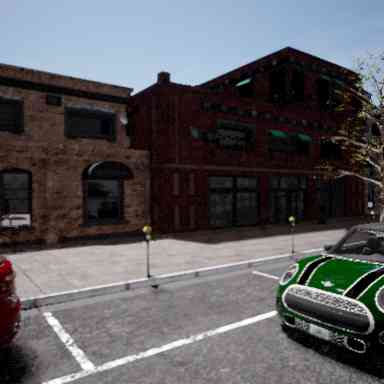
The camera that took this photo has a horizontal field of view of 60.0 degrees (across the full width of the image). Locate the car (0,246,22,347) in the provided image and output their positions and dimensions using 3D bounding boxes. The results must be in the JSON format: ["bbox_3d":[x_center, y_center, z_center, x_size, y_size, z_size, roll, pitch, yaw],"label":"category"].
[{"bbox_3d":[-4.489,1.321,3.347,5.009,1.841,2.192,0,-1,-36],"label":"car"}]

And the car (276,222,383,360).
[{"bbox_3d":[3.605,1.367,5.972,4.553,1.767,2.097,0,0,-36],"label":"car"}]
